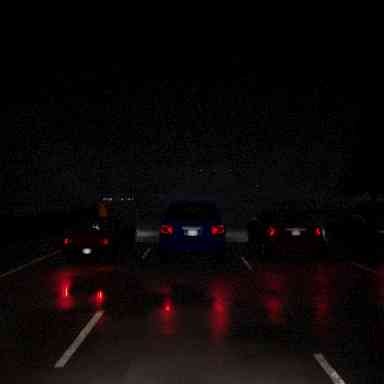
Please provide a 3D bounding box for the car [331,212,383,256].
[{"bbox_3d":[7.042,1.562,13.471,2.128,1.511,4.902,0,0,1],"label":"car"}]

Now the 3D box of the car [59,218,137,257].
[{"bbox_3d":[-3.461,1.671,13.233,1.895,1.301,4.718,0,0,1],"label":"car"}]

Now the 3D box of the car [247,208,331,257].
[{"bbox_3d":[3.543,1.421,13.395,2.097,1.767,4.553,0,0,1],"label":"car"}]

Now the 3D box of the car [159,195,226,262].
[{"bbox_3d":[0.031,1.294,12.572,2.150,2.045,5.566,0,0,0],"label":"car"}]
